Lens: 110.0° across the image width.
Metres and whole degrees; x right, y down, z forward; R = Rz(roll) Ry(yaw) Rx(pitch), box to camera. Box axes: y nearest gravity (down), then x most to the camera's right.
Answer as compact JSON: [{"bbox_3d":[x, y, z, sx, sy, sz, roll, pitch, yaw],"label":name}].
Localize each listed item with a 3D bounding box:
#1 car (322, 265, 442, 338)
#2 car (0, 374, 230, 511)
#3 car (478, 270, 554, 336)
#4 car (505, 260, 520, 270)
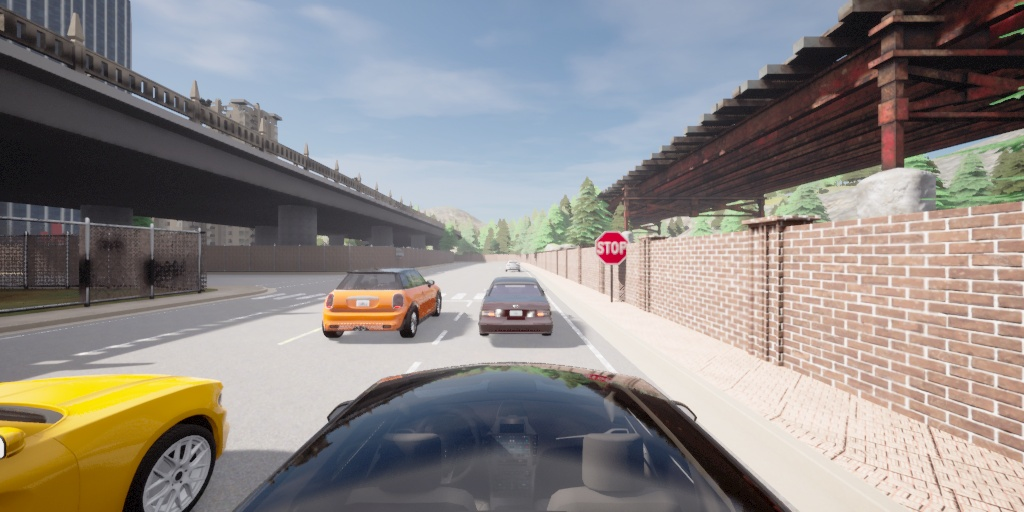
[{"bbox_3d":[-3.414,1.102,10.326,2.097,1.767,4.553,0,0,0],"label":"car"},{"bbox_3d":[-3.397,1.228,1.069,1.882,1.535,5.008,0,0,0],"label":"car"},{"bbox_3d":[0.088,1.297,10.345,2.033,1.411,5.357,0,0,0],"label":"car"},{"bbox_3d":[0.111,1.275,46.226,1.812,1.442,4.674,0,0,-1],"label":"car"}]
